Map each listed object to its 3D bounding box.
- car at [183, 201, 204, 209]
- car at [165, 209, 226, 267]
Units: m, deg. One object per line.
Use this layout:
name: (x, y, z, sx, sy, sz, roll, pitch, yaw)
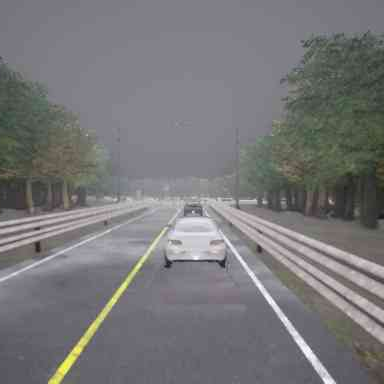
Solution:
car: (0.122, 1.627, 33.325, 1.837, 1.490, 4.892, 1, 0, 0)
car: (0.106, 1.539, 11.350, 1.812, 1.442, 4.674, 0, 0, 0)
